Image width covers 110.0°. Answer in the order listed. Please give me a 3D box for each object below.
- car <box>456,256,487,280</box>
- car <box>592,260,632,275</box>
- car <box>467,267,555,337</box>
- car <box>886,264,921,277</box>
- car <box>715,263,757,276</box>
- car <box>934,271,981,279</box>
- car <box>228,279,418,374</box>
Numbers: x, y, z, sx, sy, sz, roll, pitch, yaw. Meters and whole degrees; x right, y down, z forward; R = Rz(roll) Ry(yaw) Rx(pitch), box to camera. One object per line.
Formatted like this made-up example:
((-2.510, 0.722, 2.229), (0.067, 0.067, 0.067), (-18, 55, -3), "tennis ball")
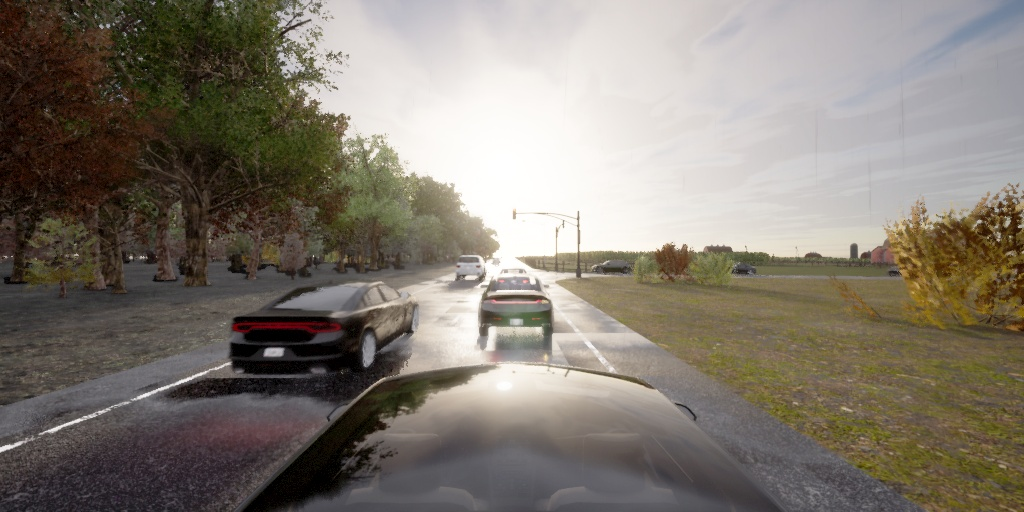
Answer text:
((-3.439, 0.978, 30.839), (2.150, 2.045, 5.566), (0, 0, 0), "car")
((11.970, 1.296, 43.359), (4.553, 1.767, 2.097), (1, -1, 4), "car")
((0.090, 1.244, 10.319), (2.128, 1.511, 4.902), (0, 0, 0), "car")
((47.799, 1.681, 42.872), (4.553, 1.767, 2.097), (1, -1, 1), "car")
((26.542, 1.603, 42.980), (4.892, 1.490, 1.837), (1, -1, 0), "car")
((48.857, 1.882, 39.292), (4.718, 1.301, 1.895), (1, -1, 1), "car")
((-3.407, 1.229, 7.601), (1.882, 1.535, 5.008), (0, 0, 0), "car")
